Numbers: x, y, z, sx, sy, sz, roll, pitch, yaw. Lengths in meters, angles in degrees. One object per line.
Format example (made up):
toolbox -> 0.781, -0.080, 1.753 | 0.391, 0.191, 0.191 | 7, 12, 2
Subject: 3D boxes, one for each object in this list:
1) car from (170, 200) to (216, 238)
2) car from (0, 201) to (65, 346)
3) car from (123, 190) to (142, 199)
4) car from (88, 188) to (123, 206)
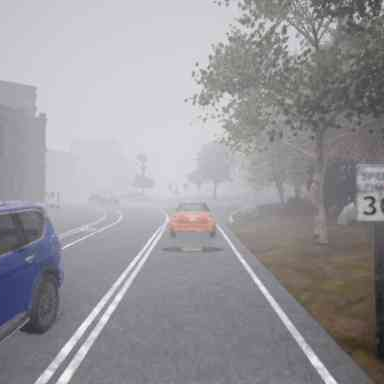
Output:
car -> 0.061, 1.185, 16.854 | 2.097, 1.767, 4.553 | 0, 1, 1
car -> -3.345, 1.191, 3.741 | 2.150, 2.045, 5.566 | 0, 1, 0
car -> -11.207, 0.470, 58.934 | 2.097, 1.767, 4.553 | -1, 0, 42
car -> -11.107, 0.561, 41.414 | 2.150, 2.045, 5.566 | 0, 1, -38
